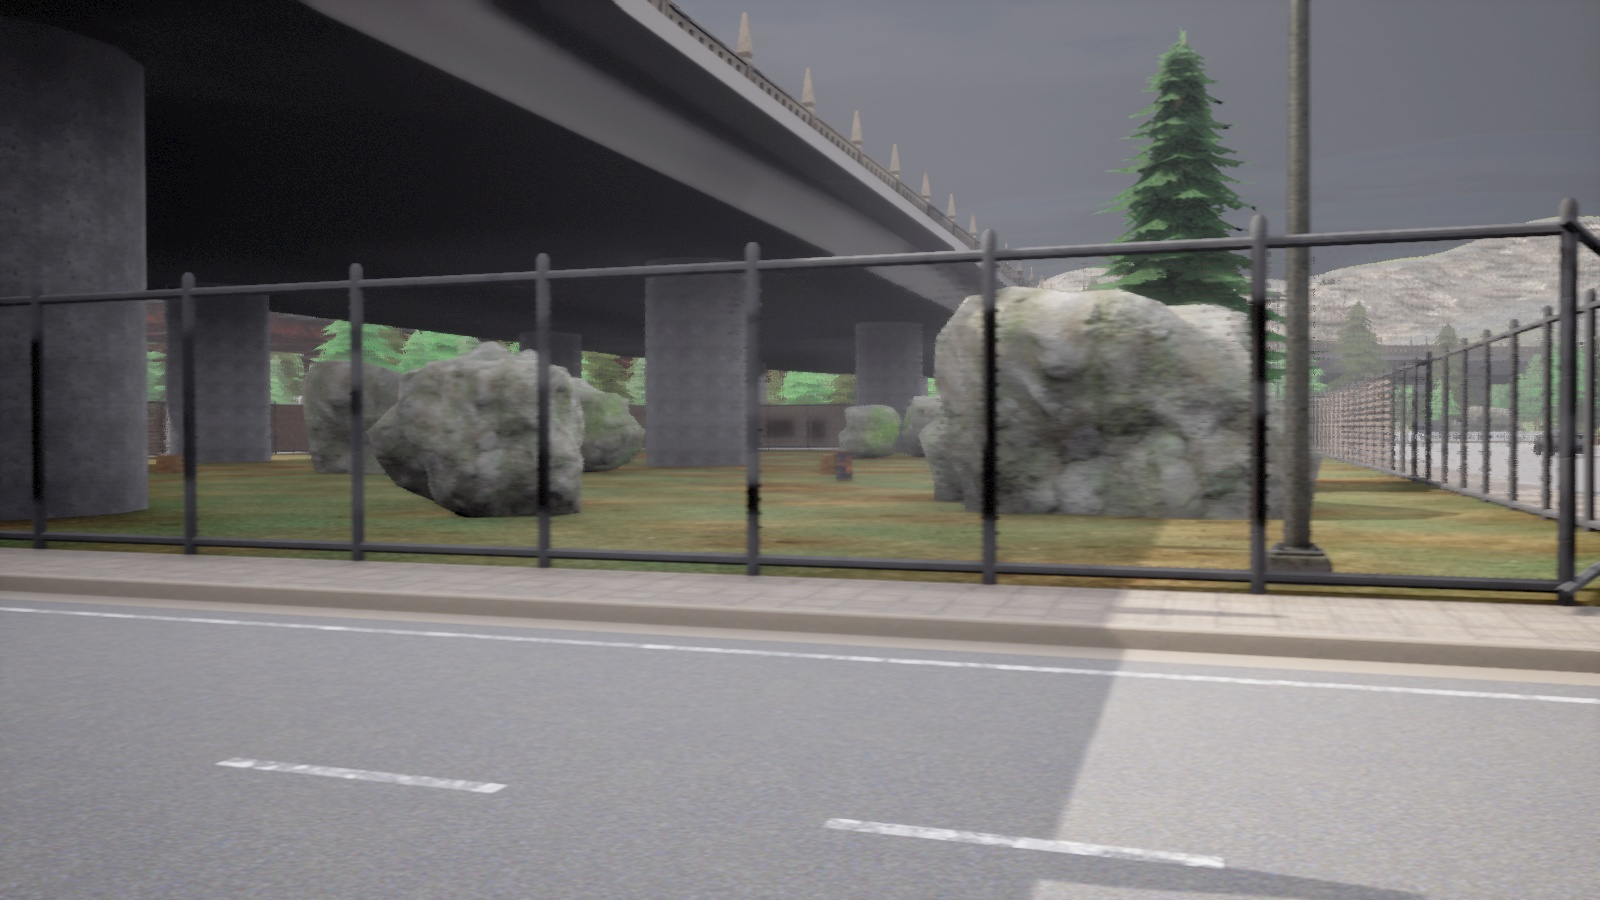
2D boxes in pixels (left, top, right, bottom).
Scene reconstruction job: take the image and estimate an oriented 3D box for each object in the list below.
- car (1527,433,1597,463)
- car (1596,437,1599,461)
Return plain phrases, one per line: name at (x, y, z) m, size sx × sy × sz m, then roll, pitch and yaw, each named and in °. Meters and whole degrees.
car at (39.920, -0.155, 65.919) m, size 2.128 × 1.511 × 4.902 m, roll 1°, pitch 1°, yaw 19°
car at (43.699, 0.003, 66.166) m, size 1.895 × 1.301 × 4.718 m, roll 1°, pitch 1°, yaw 19°
